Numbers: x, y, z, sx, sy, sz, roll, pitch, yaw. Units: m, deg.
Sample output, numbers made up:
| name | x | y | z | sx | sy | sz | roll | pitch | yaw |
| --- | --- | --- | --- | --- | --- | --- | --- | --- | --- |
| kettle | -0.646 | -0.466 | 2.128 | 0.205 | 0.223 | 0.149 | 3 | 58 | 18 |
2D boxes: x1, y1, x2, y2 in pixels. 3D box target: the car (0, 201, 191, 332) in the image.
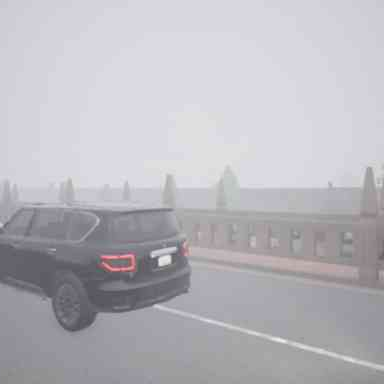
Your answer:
| name | x | y | z | sx | sy | sz | roll | pitch | yaw |
| --- | --- | --- | --- | --- | --- | --- | --- | --- | --- |
| car | -2.621 | 1.216 | 7.071 | 5.566 | 2.045 | 2.150 | 0 | 0 | 36 |
